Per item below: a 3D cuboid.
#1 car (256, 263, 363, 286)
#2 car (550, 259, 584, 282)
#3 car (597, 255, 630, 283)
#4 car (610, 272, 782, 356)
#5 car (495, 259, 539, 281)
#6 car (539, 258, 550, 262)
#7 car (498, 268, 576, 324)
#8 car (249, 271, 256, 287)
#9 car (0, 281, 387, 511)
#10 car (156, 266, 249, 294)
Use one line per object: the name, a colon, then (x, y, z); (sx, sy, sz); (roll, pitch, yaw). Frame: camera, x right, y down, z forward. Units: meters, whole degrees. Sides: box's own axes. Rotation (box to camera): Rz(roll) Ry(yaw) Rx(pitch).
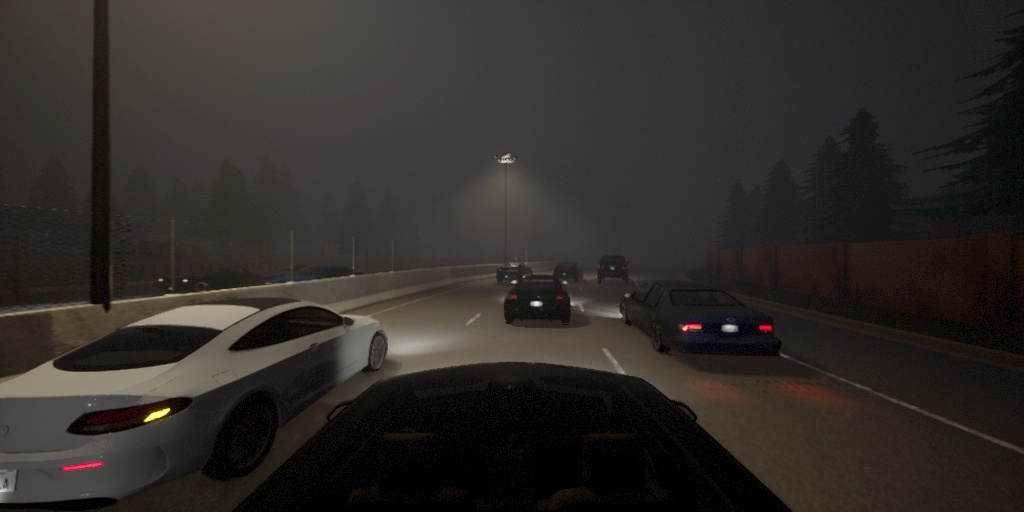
car: (-9.153, 1.147, 17.161); (1.882, 1.535, 5.008); (0, 0, 10)
car: (4.598, 1.168, 28.826); (1.882, 1.535, 5.008); (0, 0, 17)
car: (7.742, 0.929, 27.327); (2.150, 2.045, 5.566); (0, 0, 17)
car: (3.995, 1.293, 8.693); (2.033, 1.411, 5.357); (0, 0, 5)
car: (0.266, 1.171, 26.539); (2.128, 1.511, 4.902); (0, 0, 15)
car: (5.103, 1.121, 55.145); (1.837, 1.490, 4.892); (0, 0, 32)
car: (0.904, 1.288, 11.934); (1.994, 1.385, 4.181); (0, 0, 6)
car: (-12.049, 1.152, 20.724); (1.837, 1.490, 4.892); (0, 0, 11)
car: (-3.222, 1.255, 4.584); (1.812, 1.442, 4.674); (0, 0, 2)
car: (-15.902, 1.237, 19.326); (1.895, 1.301, 4.718); (0, 0, 10)
